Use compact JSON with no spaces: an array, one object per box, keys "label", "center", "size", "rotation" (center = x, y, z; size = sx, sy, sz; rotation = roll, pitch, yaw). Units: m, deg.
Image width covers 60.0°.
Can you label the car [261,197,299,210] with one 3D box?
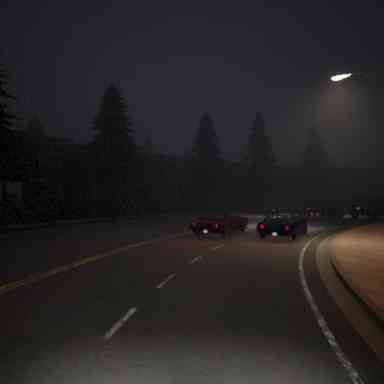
[{"label":"car","center":[10.869,1.679,40.401],"size":[5.566,2.045,2.150],"rotation":[1,-1,-35]}]

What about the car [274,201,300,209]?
[{"label":"car","center":[11.350,1.984,36.308],"size":[4.181,1.385,1.994],"rotation":[1,-1,-37]}]

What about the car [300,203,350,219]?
[{"label":"car","center":[13.330,1.894,33.247],"size":[4.902,1.511,2.128],"rotation":[1,-1,-39]}]

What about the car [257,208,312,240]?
[{"label":"car","center":[5.142,1.811,18.426],"size":[1.895,1.301,4.718],"rotation":[0,-1,28]}]

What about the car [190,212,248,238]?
[{"label":"car","center":[1.730,1.801,19.412],"size":[1.895,1.301,4.718],"rotation":[0,-1,27]}]

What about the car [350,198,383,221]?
[{"label":"car","center":[17.440,1.636,32.066],"size":[5.566,2.045,2.150],"rotation":[1,-1,-35]}]
